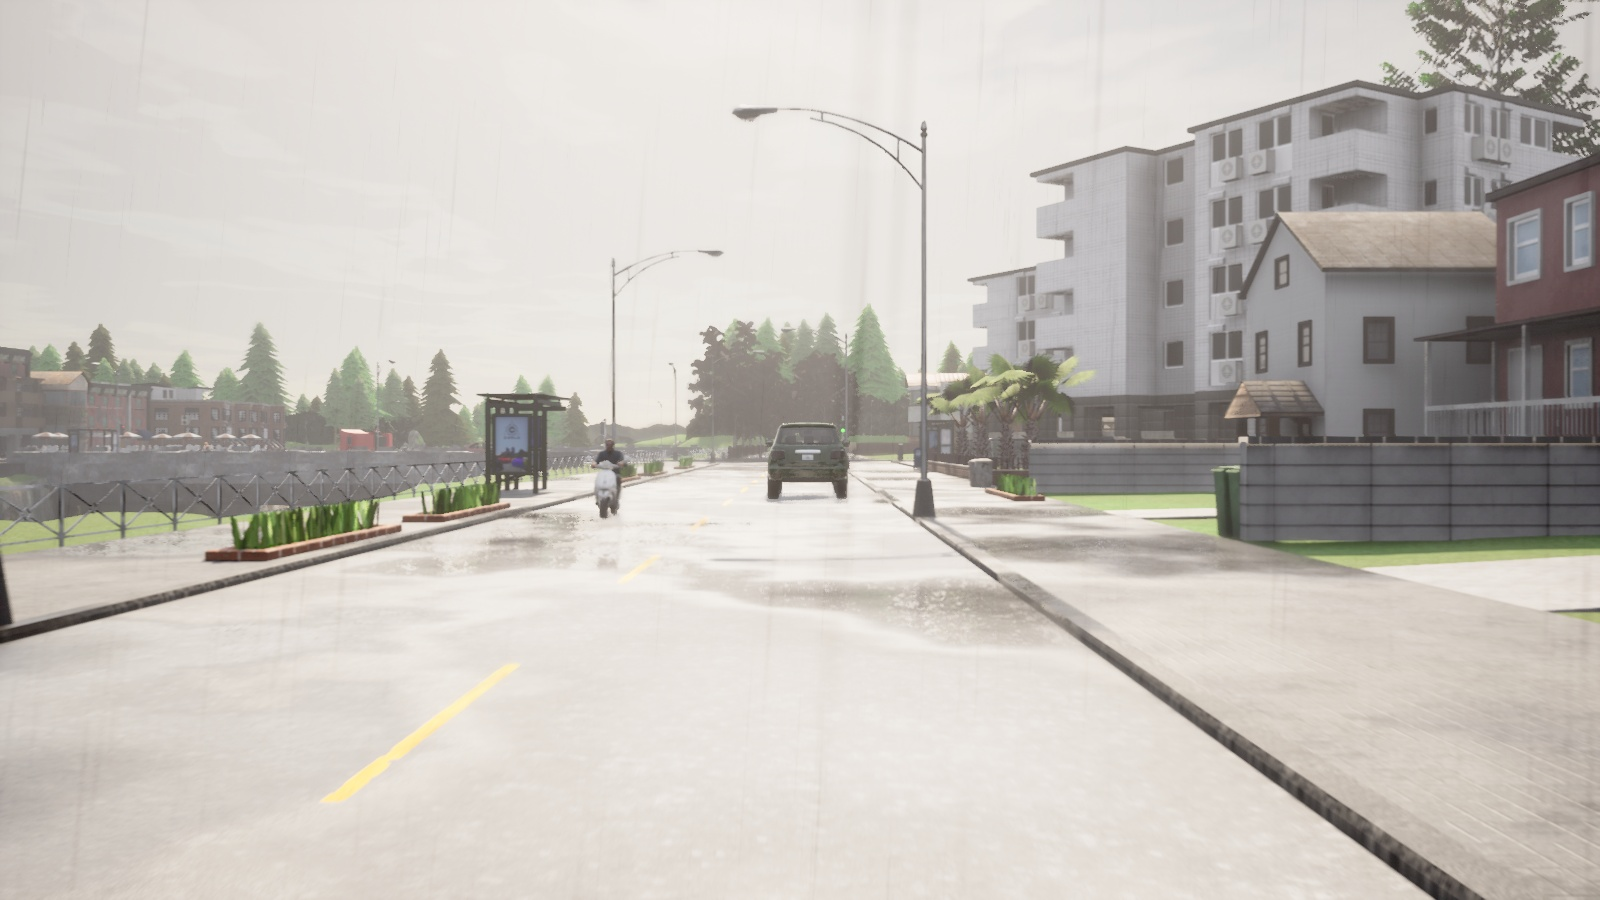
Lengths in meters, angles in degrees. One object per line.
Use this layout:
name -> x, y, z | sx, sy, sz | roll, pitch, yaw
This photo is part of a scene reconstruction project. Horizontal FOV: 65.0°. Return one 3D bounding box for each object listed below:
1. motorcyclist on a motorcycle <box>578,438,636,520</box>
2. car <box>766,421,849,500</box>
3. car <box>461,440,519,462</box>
motorcyclist on a motorcycle -> -3.840, 0.555, 25.153 | 0.866, 1.590, 1.817 | 0, 0, 0
car -> 0.219, 0.267, 35.315 | 2.150, 2.045, 5.566 | 0, 0, 0
car -> -23.496, 0.089, 95.266 | 3.988, 1.617, 1.851 | 0, 0, 0
